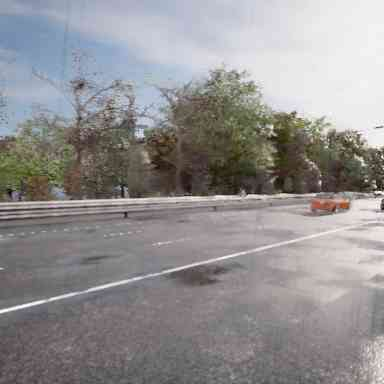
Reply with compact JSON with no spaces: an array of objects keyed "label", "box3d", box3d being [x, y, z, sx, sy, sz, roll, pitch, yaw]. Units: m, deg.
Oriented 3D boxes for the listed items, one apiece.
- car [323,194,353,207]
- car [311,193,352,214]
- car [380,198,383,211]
[{"label":"car","box3d":[17.538,0.988,39.790,1.994,1.385,4.181,0,1,44]},{"label":"car","box3d":[12.410,0.909,29.490,2.097,1.767,4.553,0,1,44]},{"label":"car","box3d":[19.554,1.011,31.820,1.837,1.490,4.892,0,0,44]}]
